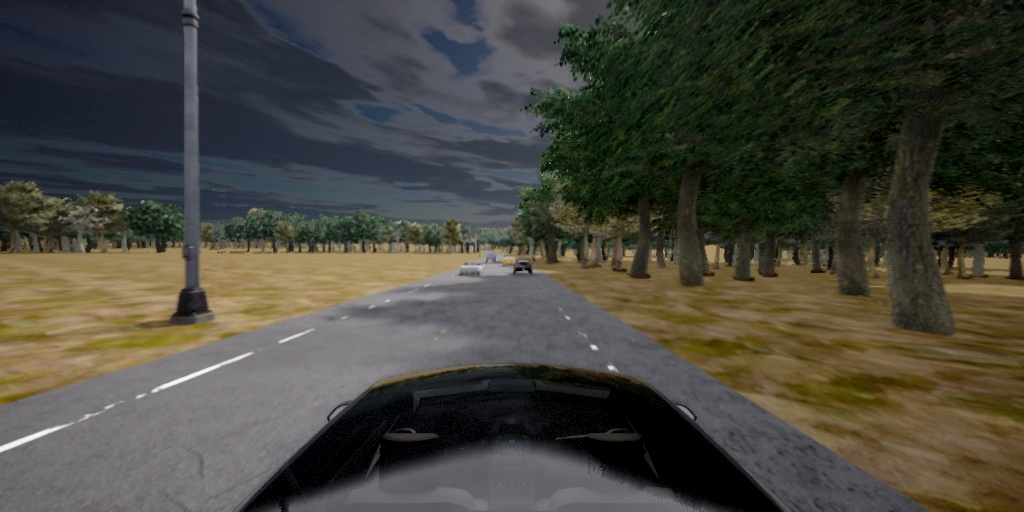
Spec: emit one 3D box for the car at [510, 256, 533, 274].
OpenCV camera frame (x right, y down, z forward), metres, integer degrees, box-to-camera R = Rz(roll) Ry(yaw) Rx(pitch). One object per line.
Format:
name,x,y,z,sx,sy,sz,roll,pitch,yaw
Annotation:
car,1.043,0.989,35.919,1.837,1.490,4.892,0,0,-1

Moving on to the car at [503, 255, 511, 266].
car,-0.479,0.779,56.708,1.882,1.535,5.008,0,0,-1

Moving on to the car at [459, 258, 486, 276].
car,-3.740,1.111,33.348,1.895,1.301,4.718,0,0,0
